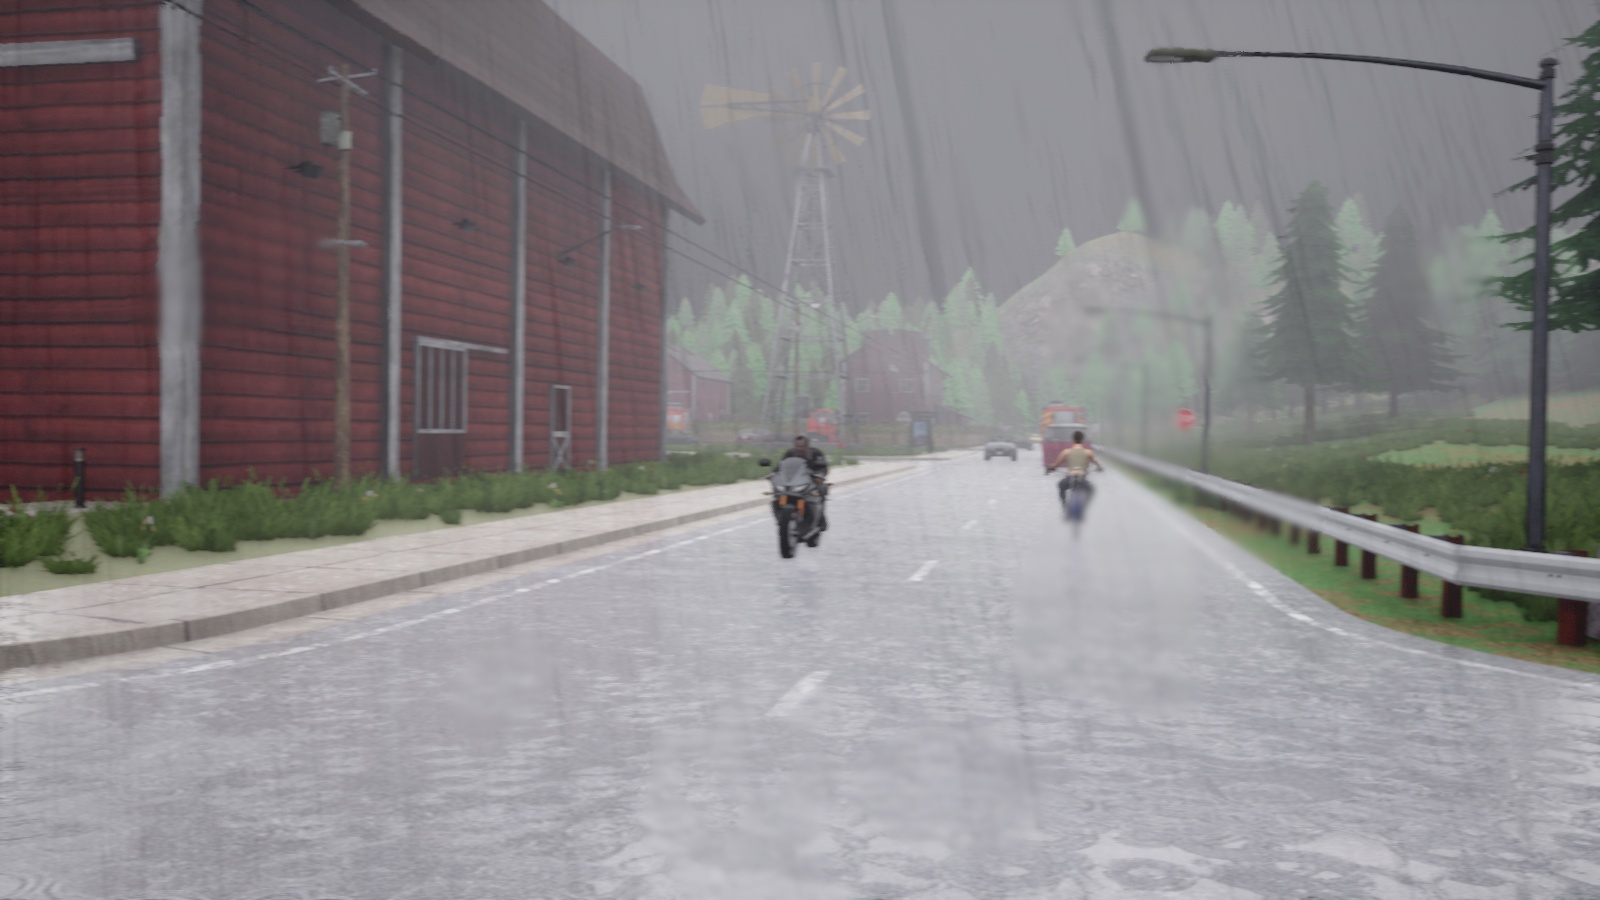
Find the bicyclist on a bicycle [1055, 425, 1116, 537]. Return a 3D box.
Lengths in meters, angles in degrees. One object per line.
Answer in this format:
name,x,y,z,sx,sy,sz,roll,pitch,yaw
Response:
bicyclist on a bicycle,4.298,0.432,18.941,0.866,1.612,1.509,0,1,12

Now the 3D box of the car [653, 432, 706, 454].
car,-8.797,-0.549,91.485,3.705,1.549,1.789,-1,1,-11

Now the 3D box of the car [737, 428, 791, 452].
car,-2.722,-0.797,97.160,2.097,1.767,4.553,0,1,30

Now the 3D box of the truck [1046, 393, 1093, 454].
truck,18.017,-1.758,84.100,2.891,3.827,8.468,0,1,12

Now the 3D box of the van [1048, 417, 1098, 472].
van,10.459,-0.241,48.178,1.775,1.987,4.442,0,1,12

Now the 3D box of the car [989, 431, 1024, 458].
car,11.758,-0.343,71.336,1.816,1.474,4.193,0,1,12

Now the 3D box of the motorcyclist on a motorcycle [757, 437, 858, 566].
motorcyclist on a motorcycle,0.136,0.601,16.119,0.866,1.530,2.191,0,1,12
